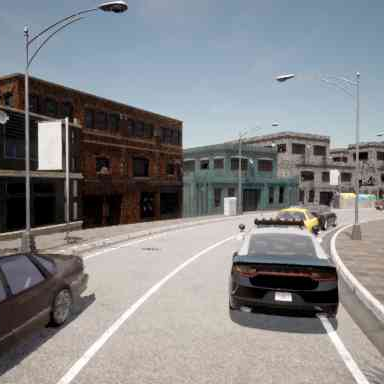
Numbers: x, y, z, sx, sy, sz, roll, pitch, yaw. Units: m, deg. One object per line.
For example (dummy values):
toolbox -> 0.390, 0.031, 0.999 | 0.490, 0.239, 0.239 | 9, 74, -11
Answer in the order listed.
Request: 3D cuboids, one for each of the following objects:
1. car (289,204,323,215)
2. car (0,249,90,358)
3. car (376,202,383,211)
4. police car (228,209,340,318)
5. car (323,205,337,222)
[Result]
car -> 5.186, 1.471, 16.560 | 1.801, 1.575, 5.366 | 1, 0, 26
car -> -3.193, 1.539, 4.319 | 2.033, 1.411, 5.357 | 0, 0, 7
car -> 25.010, 1.654, 41.694 | 4.674, 1.442, 1.812 | 1, 1, -33
police car -> 2.003, 1.428, 7.706 | 1.930, 1.638, 5.238 | 0, 0, 13
car -> 7.923, 1.536, 21.234 | 1.837, 1.490, 4.892 | 1, 0, 34
